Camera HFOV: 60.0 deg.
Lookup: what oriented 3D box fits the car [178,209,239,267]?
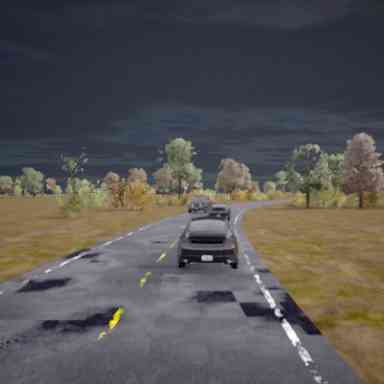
[{"bbox_3d":[0.585,1.591,11.722,1.837,1.490,4.892,0,0,4],"label":"car"}]

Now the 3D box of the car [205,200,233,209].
[{"bbox_3d":[2.556,1.711,29.656,1.837,1.490,4.892,0,0,9],"label":"car"}]

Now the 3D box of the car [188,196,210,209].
[{"bbox_3d":[1.001,1.488,39.145,2.150,2.045,5.566,0,0,11],"label":"car"}]
